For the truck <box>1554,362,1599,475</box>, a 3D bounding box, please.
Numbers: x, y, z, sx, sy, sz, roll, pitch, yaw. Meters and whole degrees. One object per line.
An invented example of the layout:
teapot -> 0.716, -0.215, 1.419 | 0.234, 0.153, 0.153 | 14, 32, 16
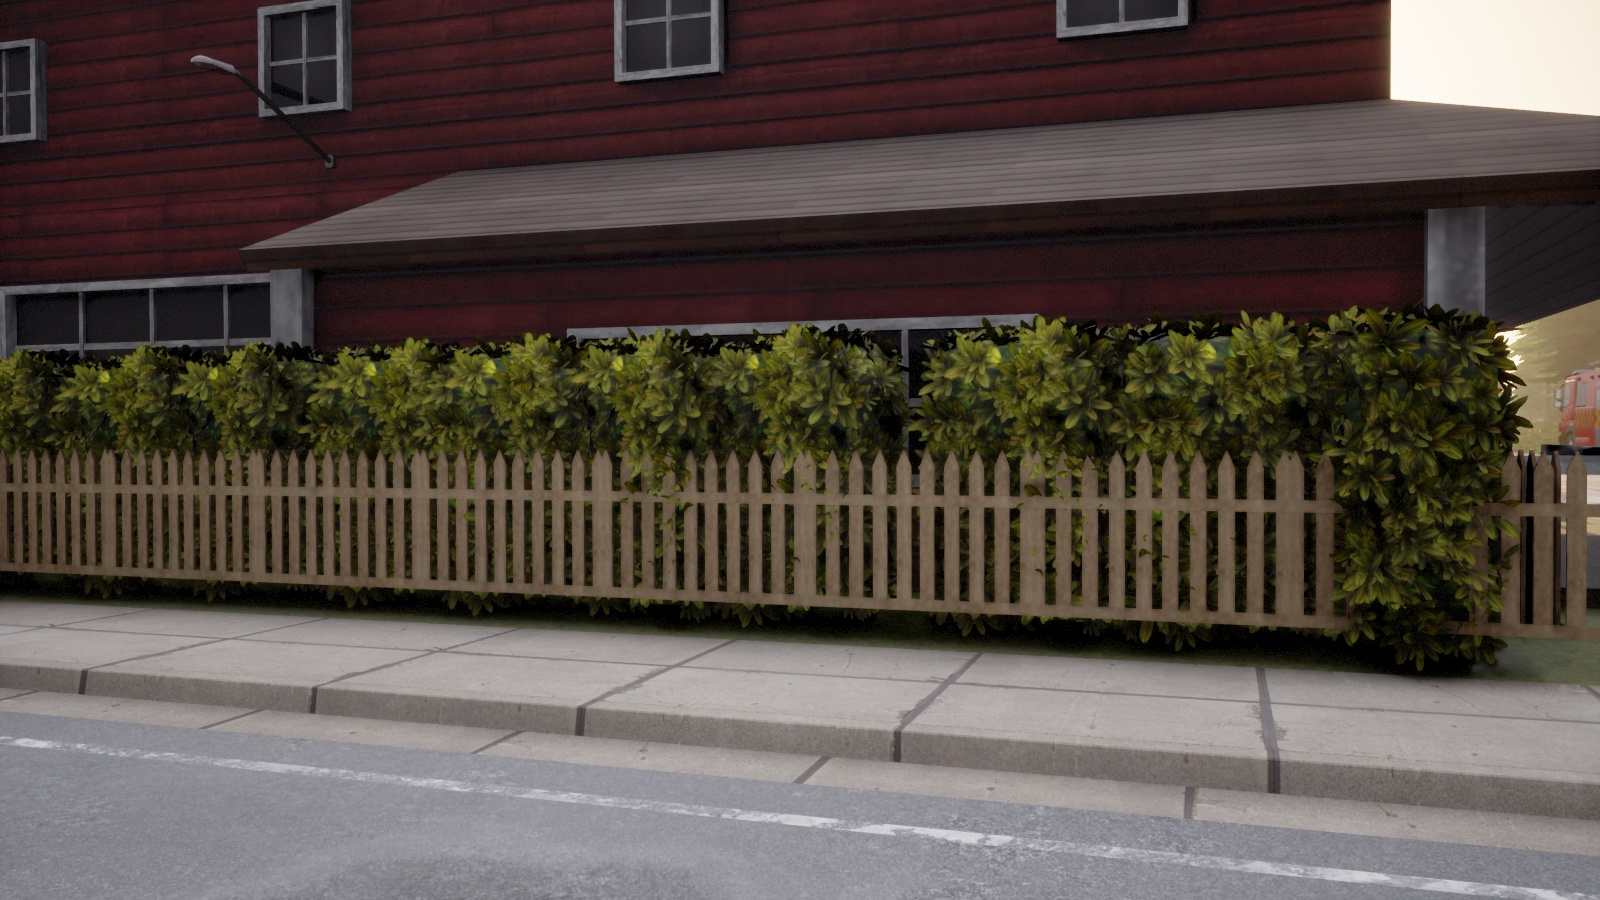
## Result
truck -> 29.101, -1.073, 43.951 | 2.891, 3.827, 8.468 | 1, 1, 19
